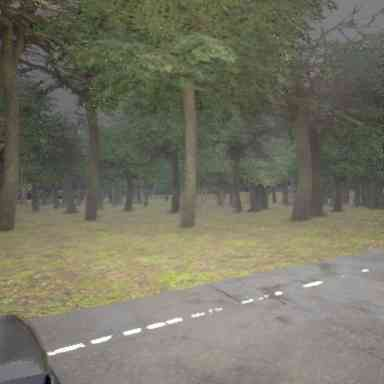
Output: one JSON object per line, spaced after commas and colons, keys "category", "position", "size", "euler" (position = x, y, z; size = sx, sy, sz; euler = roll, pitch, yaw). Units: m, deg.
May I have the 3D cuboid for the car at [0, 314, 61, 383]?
{"category": "car", "position": [-3.432, 1.548, 1.534], "size": [5.357, 1.411, 2.033], "euler": [0, 0, -36]}
